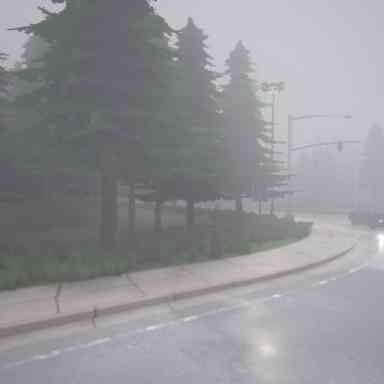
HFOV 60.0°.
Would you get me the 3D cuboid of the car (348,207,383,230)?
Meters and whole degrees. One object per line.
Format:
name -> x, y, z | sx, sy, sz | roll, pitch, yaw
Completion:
car -> 12.776, 1.772, 23.374 | 2.033, 1.411, 5.357 | 0, 0, 5
